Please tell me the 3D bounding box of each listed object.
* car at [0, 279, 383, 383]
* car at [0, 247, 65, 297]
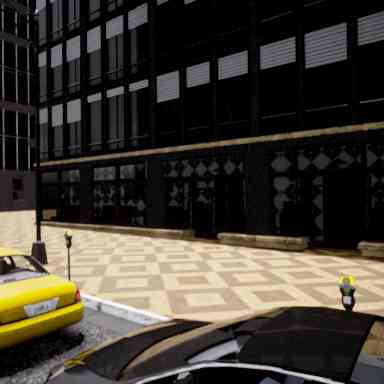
[{"bbox_3d":[0.725,1.566,2.329,4.313,1.339,1.947,0,-1,35],"label":"car"},{"bbox_3d":[-3.911,1.527,5.840,4.829,1.417,1.752,0,-1,35],"label":"car"}]
